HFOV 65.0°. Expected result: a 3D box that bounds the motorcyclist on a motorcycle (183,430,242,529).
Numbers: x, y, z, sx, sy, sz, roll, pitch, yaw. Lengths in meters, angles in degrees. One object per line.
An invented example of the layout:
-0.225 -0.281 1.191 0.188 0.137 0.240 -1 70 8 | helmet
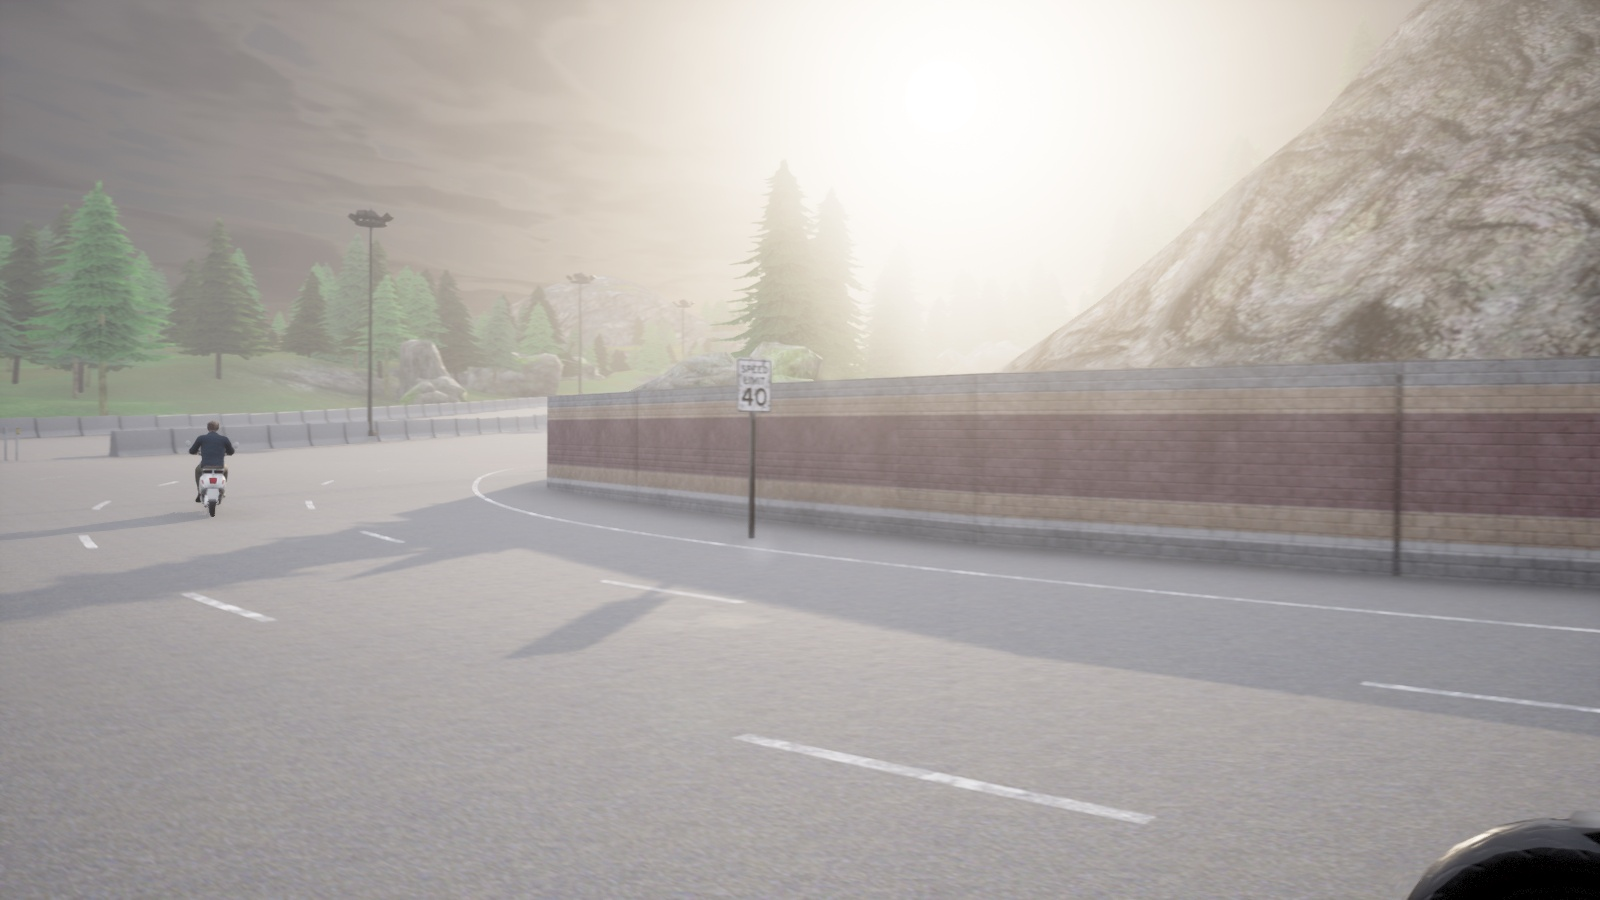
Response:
-10.073 0.476 21.512 0.866 1.590 1.817 0 1 -26 | motorcyclist on a motorcycle

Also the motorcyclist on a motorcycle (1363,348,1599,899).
2.279 0.642 2.092 2.350 1.649 0.766 0 0 33 | motorcyclist on a motorcycle
